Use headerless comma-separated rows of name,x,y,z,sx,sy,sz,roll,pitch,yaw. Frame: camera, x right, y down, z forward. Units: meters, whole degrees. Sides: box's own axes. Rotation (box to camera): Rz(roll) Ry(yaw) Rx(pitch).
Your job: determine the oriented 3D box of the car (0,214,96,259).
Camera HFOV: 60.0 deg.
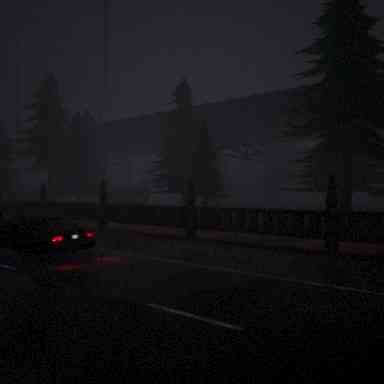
car,-5.932,1.536,12.522,5.357,1.411,2.033,0,0,36
